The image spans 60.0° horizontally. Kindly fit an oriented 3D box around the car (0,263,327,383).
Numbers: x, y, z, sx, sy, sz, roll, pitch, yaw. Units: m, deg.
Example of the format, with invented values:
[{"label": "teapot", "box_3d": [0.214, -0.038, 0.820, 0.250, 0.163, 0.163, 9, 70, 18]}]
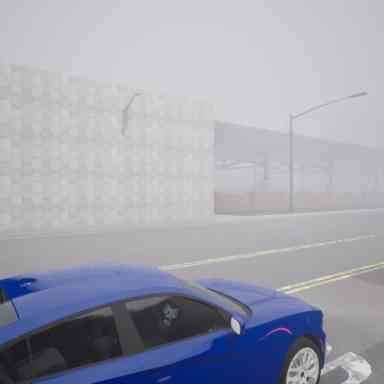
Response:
[{"label": "car", "box_3d": [-0.691, 1.478, 3.256, 5.008, 1.535, 1.882, 0, 0, -36]}]
